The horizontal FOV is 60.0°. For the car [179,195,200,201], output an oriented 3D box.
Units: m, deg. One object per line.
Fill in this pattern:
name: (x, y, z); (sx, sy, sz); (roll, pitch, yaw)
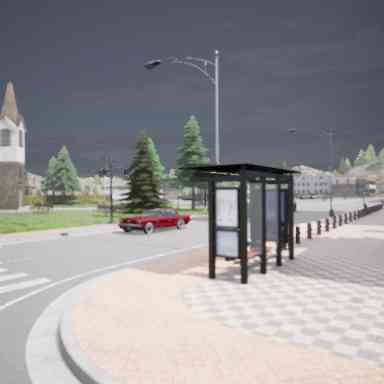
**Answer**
car: (-0.525, 1.750, 91.610); (4.514, 1.523, 2.007); (-1, 0, 35)

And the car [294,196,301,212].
car: (10.400, 1.565, 37.795); (1.882, 1.535, 5.008); (-1, 0, 35)

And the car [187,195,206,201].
car: (1.233, 1.742, 94.209); (5.027, 1.636, 2.152); (-1, 0, 35)

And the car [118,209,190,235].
car: (-2.161, 1.687, 19.914); (1.895, 1.301, 4.718); (-1, 0, 35)
